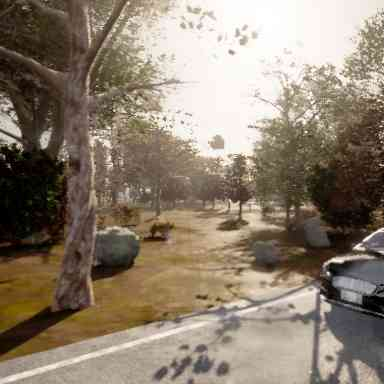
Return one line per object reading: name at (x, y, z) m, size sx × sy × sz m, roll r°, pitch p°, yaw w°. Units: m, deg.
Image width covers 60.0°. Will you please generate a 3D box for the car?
car at (4.670, 1.503, 7.015) m, size 4.902 × 1.511 × 2.128 m, roll 0°, pitch 0°, yaw -36°
